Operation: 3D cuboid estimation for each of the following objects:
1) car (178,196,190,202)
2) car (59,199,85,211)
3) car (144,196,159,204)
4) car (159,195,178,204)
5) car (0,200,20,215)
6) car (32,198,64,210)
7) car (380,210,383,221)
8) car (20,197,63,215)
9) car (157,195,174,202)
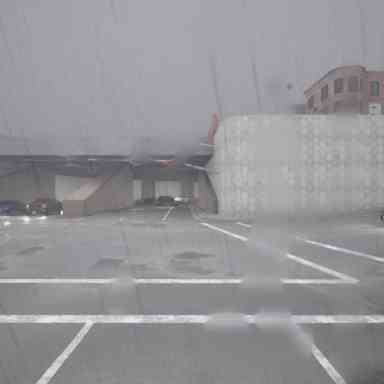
[{"bbox_3d":[-2.265,1.524,75.136,1.812,1.442,4.674,0,0,28],"label":"car"},{"bbox_3d":[-15.077,1.564,41.992,1.994,1.385,4.181,0,0,-2],"label":"car"},{"bbox_3d":[-8.093,1.547,64.960,2.033,1.411,5.357,0,0,4],"label":"car"},{"bbox_3d":[-4.573,1.491,65.123,2.128,1.511,4.902,0,0,4],"label":"car"},{"bbox_3d":[-18.356,1.526,33.706,1.812,1.442,4.674,0,0,-2],"label":"car"},{"bbox_3d":[-18.613,1.547,43.286,2.033,1.411,5.357,0,0,-2],"label":"car"},{"bbox_3d":[12.789,0.873,18.181,4.674,1.442,1.812,-7,0,-1],"label":"car"},{"bbox_3d":[-14.844,1.352,33.386,2.097,1.767,4.553,0,0,-2],"label":"car"},{"bbox_3d":[-5.945,1.500,75.392,1.837,1.490,4.892,0,0,24],"label":"car"}]
